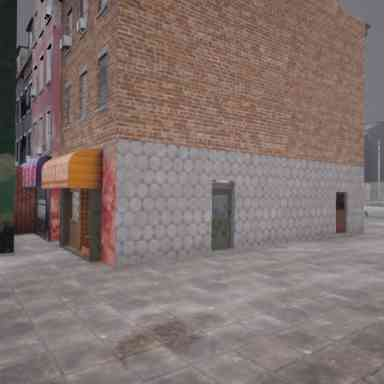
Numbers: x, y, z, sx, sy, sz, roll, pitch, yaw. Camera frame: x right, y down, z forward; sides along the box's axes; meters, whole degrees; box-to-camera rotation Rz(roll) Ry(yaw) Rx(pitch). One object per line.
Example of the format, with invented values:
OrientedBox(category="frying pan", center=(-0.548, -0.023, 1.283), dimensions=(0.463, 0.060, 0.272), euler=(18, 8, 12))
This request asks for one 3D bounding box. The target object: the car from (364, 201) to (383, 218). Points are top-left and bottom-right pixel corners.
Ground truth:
OrientedBox(category="car", center=(15.796, 1.513, 27.088), dimensions=(1.812, 1.442, 4.674), euler=(1, 0, -36))
